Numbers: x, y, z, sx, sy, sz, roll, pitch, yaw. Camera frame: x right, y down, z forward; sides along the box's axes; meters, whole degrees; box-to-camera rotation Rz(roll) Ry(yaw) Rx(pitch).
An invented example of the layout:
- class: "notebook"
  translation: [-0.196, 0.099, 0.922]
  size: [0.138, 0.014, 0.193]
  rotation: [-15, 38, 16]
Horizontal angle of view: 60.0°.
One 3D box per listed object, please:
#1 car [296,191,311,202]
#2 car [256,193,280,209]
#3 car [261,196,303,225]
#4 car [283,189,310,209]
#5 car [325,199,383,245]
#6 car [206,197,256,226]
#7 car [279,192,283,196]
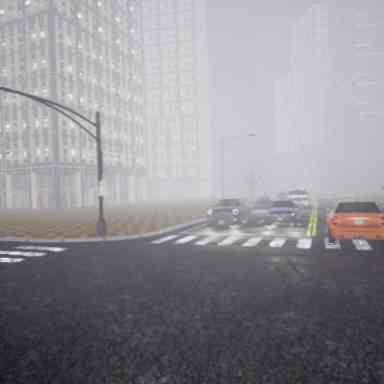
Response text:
- class: "car"
  translation: [17.837, 0.647, 53.288]
  size: [2.128, 1.511, 4.902]
  rotation: [-2, 0, 19]
- class: "car"
  translation: [7.913, 1.125, 35.806]
  size: [1.994, 1.385, 4.181]
  rotation: [-2, 0, 21]
- class: "car"
  translation: [5.876, 1.233, 21.309]
  size: [1.812, 1.442, 4.674]
  rotation: [-2, 1, 21]
- class: "car"
  translation: [11.431, 0.674, 35.958]
  size: [2.150, 2.045, 5.566]
  rotation: [-2, 0, 19]
- class: "car"
  translation: [6.776, 1.069, 13.993]
  size: [2.097, 1.767, 4.553]
  rotation: [-2, 0, 21]
- class: "car"
  translation: [2.490, 1.163, 21.566]
  size: [2.097, 1.767, 4.553]
  rotation: [-2, 0, 21]
- class: "car"
  translation: [14.796, 0.779, 54.431]
  size: [1.837, 1.490, 4.892]
  rotation: [-2, 0, 19]
